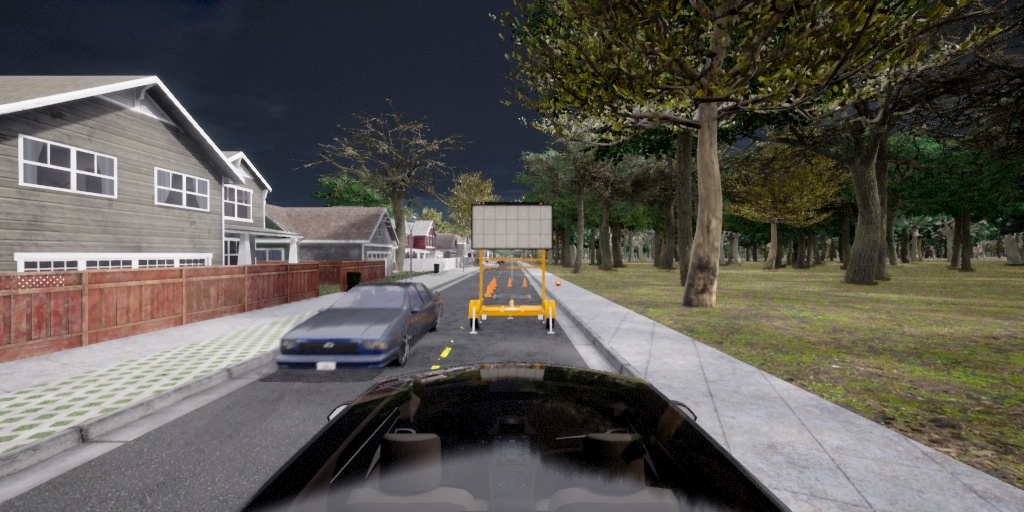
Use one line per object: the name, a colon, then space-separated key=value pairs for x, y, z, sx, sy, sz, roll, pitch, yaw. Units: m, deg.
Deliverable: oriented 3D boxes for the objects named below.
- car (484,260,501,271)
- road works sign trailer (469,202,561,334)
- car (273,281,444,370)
car: x=-2.820 y=1.367 z=49.163 sx=1.895 sy=1.301 sz=4.718 roll=0 pitch=0 yaw=0
road works sign trailer: x=0.008 y=0.214 z=10.633 sx=2.380 sy=3.560 sz=2.880 roll=0 pitch=0 yaw=0
car: x=-2.844 y=1.297 z=8.155 sx=2.033 sy=1.411 sz=5.357 roll=0 pitch=0 yaw=0
